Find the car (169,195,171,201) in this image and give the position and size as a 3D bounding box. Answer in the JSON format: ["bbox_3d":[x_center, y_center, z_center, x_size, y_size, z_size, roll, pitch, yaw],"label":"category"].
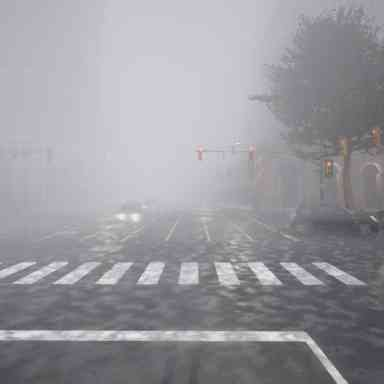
[{"bbox_3d":[-6.323,1.419,85.101,1.882,1.535,5.008,0,0,1],"label":"car"}]

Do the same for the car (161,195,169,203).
[{"bbox_3d":[-6.551,1.524,70.430,1.812,1.442,4.674,0,0,1],"label":"car"}]

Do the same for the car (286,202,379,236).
[{"bbox_3d":[7.464,1.352,17.953,4.553,1.767,2.097,0,0,9],"label":"car"}]

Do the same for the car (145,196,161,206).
[{"bbox_3d":[-6.807,1.478,55.626,1.882,1.535,5.008,0,1,0],"label":"car"}]

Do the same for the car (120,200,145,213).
[{"bbox_3d":[-6.837,1.601,37.512,1.895,1.301,4.718,0,0,-1],"label":"car"}]
